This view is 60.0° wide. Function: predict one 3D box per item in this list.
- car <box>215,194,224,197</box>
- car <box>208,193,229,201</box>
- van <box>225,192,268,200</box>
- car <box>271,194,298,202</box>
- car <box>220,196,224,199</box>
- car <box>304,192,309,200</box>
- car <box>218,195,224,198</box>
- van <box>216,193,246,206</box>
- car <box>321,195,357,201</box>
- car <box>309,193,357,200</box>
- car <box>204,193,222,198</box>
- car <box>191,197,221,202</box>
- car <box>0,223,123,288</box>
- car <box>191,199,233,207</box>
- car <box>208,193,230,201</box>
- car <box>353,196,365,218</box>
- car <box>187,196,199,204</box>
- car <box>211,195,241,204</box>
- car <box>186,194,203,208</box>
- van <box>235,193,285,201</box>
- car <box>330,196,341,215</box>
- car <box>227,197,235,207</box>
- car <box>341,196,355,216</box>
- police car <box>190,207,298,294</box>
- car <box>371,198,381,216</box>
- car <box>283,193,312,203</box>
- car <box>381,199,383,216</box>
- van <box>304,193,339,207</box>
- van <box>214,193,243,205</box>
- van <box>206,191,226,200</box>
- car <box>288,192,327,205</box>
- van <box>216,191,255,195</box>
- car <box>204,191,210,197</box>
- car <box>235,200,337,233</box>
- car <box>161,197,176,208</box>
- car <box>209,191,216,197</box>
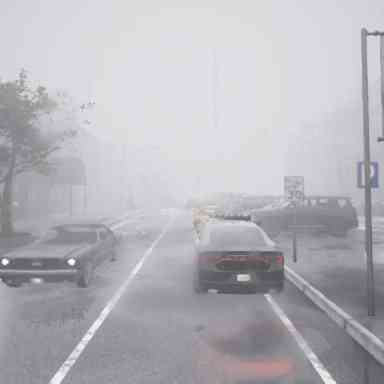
[{"bbox_3d":[5.792,1.414,42.738,4.892,1.521,2.231,0,0,0],"label":"car"},{"bbox_3d":[5.773,1.023,73.575,4.553,1.767,2.185,0,1,0],"label":"car"},{"bbox_3d":[5.662,1.235,31.522,4.442,1.987,1.878,0,0,0],"label":"van"},{"bbox_3d":[18.887,1.197,68.334,4.892,1.521,2.231,0,1,0],"label":"car"},{"bbox_3d":[5.811,1.475,37.128,4.792,1.488,2.163,0,0,0],"label":"car"},{"bbox_3d":[18.896,1.140,46.126,5.566,2.045,2.435,0,1,0],"label":"car"},{"bbox_3d":[5.781,1.471,39.936,4.674,1.452,2.002,0,0,0],"label":"car"},{"bbox_3d":[5.907,1.120,51.149,4.442,1.987,1.878,0,1,0],"label":"van"},{"bbox_3d":[18.893,1.457,40.576,4.792,1.488,2.163,0,0,0],"label":"car"},{"bbox_3d":[18.837,1.159,43.349,5.566,2.045,2.435,0,0,0],"label":"car"},{"bbox_3d":[5.846,1.006,93.199,4.792,1.488,2.163,0,1,0],"label":"car"},{"bbox_3d":[1.025,1.427,25.013,1.801,1.575,5.366,0,0,0],"label":"car"},{"bbox_3d":[-3.331,1.598,9.368,1.895,1.301,4.718,0,0,0],"label":"car"},{"bbox_3d":[1.013,1.441,19.005,1.801,1.575,5.366,0,0,0],"label":"car"},{"bbox_3d":[5.772,1.048,70.772,4.553,1.767,2.185,0,1,0],"label":"car"},{"bbox_3d":[18.854,1.459,32.244,5.008,1.535,2.097,0,0,0],"label":"car"},{"bbox_3d":[0.116,1.362,58.661,1.994,1.385,4.181,0,0,0],"label":"car"},{"bbox_3d":[5.788,1.298,56.758,4.892,1.521,2.231,0,1,0],"label":"car"},{"bbox_3d":[0.102,1.434,45.243,2.033,1.411,5.357,0,0,0],"label":"car"},{"bbox_3d":[5.892,1.241,25.912,4.442,1.987,1.878,0,0,0],"label":"van"},{"bbox_3d":[18.833,1.474,37.793,4.792,1.488,2.163,0,0,0],"label":"car"},{"bbox_3d":[5.772,1.464,28.715,5.008,1.535,2.097,0,0,0],"label":"car"},{"bbox_3d":[19.045,1.449,35.021,5.366,1.575,1.946,0,0,0],"label":"car"},{"bbox_3d":[0.993,1.423,8.912,1.930,1.638,5.238,0,0,0],"label":"police car"},{"bbox_3d":[18.851,1.466,29.466,4.892,1.521,2.231,0,0,0],"label":"car"},{"bbox_3d":[18.907,1.144,60.006,4.553,1.767,2.185,0,0,0],"label":"car"},{"bbox_3d":[18.827,1.216,26.691,5.566,2.045,2.435,0,0,0],"label":"car"},{"bbox_3d":[18.986,1.141,48.902,4.442,1.987,1.878,0,1,0],"label":"van"},{"bbox_3d":[5.909,1.096,53.952,4.442,1.987,1.878,0,1,0],"label":"van"},{"bbox_3d":[5.691,0.874,79.181,4.442,1.987,1.878,0,0,0],"label":"van"},{"bbox_3d":[18.901,1.067,54.452,5.566,2.045,2.435,0,1,0],"label":"car"},{"bbox_3d":[5.904,1.169,45.544,4.442,1.987,1.878,0,0,0],"label":"van"},{"bbox_3d":[5.771,0.972,65.165,5.566,2.045,2.435,0,1,0],"label":"car"},{"bbox_3d":[5.587,1.469,20.306,5.366,1.575,1.946,0,0,0],"label":"car"},{"bbox_3d":[-3.161,1.378,45.181,2.128,1.511,4.902,0,0,0],"label":"car"},{"bbox_3d":[5.761,1.119,48.345,5.566,2.045,2.435,0,1,0],"label":"car"}]
